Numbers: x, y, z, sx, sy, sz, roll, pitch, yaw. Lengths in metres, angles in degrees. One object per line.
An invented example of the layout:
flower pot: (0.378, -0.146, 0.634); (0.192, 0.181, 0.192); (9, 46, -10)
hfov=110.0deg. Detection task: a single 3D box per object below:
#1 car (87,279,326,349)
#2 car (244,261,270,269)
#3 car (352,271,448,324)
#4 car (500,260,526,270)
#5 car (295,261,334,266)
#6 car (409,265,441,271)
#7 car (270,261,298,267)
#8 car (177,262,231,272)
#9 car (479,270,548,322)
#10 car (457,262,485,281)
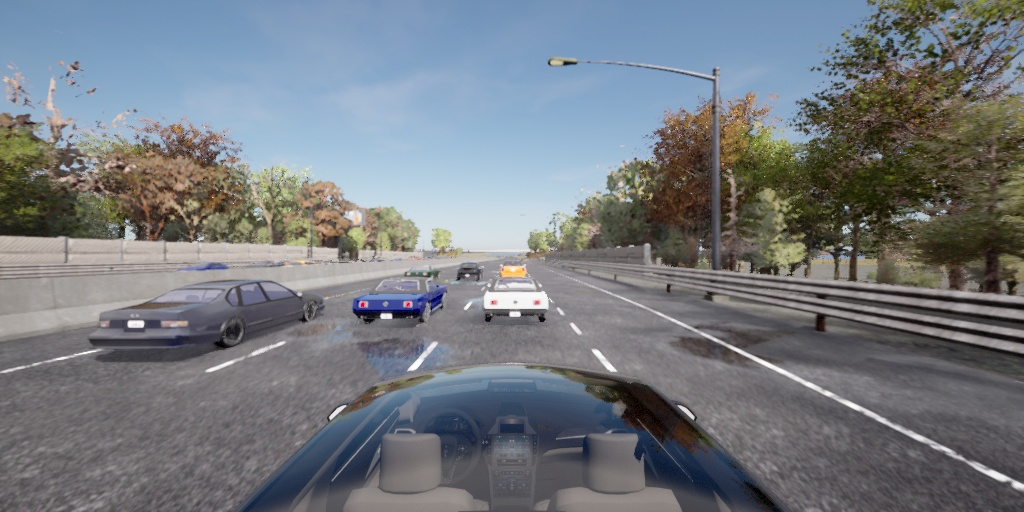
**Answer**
car: (-6.907, 1.291, 9.083); (2.033, 1.411, 5.357); (0, 0, 0)
car: (-24.604, 1.229, 35.941); (2.128, 1.511, 4.902); (0, 0, 0)
car: (-3.404, 1.343, 11.951); (1.895, 1.301, 4.718); (0, 0, 0)
car: (0.087, 1.090, 29.535); (2.097, 1.767, 4.553); (0, 0, 0)
car: (-17.609, 1.338, 33.429); (1.895, 1.301, 4.718); (0, 0, 0)
car: (-6.909, 1.339, 28.327); (1.895, 1.301, 4.718); (0, 0, 0)
car: (-21.106, 1.215, 35.541); (1.882, 1.535, 5.008); (0, 0, 0)
car: (-28.104, 1.263, 32.908); (1.812, 1.442, 4.674); (0, 0, 0)
car: (0.096, 1.343, 12.326); (1.895, 1.301, 4.718); (0, 0, 0)
car: (-3.411, 1.243, 29.835); (1.837, 1.490, 4.892); (0, 0, 0)
